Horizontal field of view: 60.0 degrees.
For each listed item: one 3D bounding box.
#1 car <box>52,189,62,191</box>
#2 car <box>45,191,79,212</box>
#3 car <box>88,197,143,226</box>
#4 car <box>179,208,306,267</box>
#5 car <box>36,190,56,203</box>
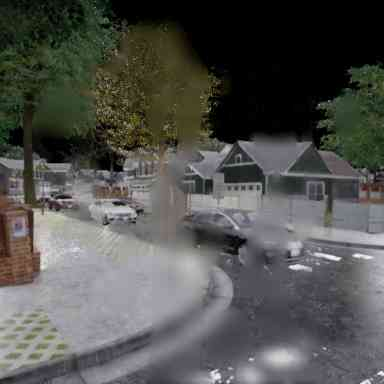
[{"bbox_3d":[-21.747,0.250,53.530,1.837,1.490,4.892,0,1,-15],"label":"car"},{"bbox_3d":[-11.646,0.921,30.160,1.812,1.442,4.674,0,1,-34],"label":"car"},{"bbox_3d":[-4.995,1.157,20.412,1.812,1.442,4.674,0,1,-34],"label":"car"},{"bbox_3d":[1.413,1.335,11.016,2.128,1.511,4.902,0,1,-35],"label":"car"},{"bbox_3d":[-17.608,0.710,38.959,1.994,1.385,4.181,0,1,-34],"label":"car"}]
